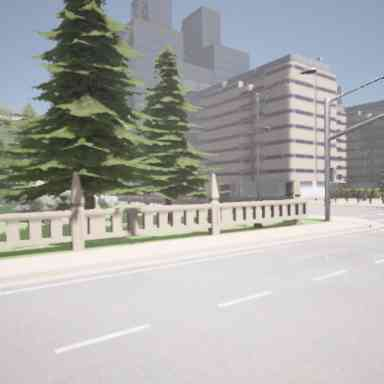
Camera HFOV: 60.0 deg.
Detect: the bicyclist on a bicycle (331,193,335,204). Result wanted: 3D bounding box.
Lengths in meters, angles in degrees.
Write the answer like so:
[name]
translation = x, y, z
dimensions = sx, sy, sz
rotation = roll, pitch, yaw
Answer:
[bicyclist on a bicycle]
translation = 18.196, 0.769, 43.562
dimensions = 1.656, 1.620, 0.582
rotation = -1, 1, -35
